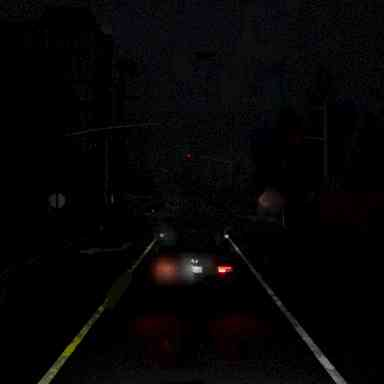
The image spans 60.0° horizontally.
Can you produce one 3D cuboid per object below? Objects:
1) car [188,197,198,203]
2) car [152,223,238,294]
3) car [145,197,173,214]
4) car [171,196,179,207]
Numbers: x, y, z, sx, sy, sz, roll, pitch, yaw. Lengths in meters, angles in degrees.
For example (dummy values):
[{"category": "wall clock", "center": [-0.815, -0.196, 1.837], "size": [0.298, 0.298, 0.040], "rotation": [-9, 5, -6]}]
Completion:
[{"category": "car", "center": [0.219, 1.600, 69.713], "size": [1.895, 1.301, 4.718], "rotation": [0, 0, 0]}, {"category": "car", "center": [0.074, 1.547, 8.941], "size": [2.033, 1.411, 5.357], "rotation": [0, 0, 0]}, {"category": "car", "center": [-3.726, 1.547, 36.188], "size": [2.033, 1.411, 5.357], "rotation": [0, 0, 5]}, {"category": "car", "center": [-3.505, 1.507, 51.594], "size": [1.837, 1.490, 4.892], "rotation": [0, -1, 0]}]
